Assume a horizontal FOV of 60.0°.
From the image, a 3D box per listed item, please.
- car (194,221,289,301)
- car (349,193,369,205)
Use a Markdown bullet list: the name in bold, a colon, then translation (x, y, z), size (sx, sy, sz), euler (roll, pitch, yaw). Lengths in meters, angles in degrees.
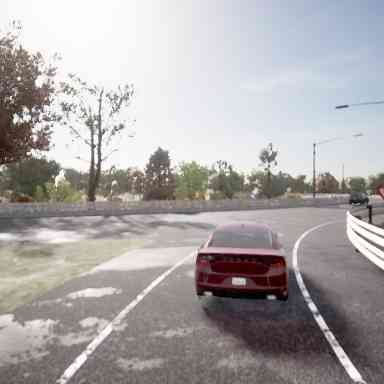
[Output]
- **car**: translation (1.319, 1.469, 8.466), size (1.882, 1.535, 5.008), euler (0, 0, 11)
- **car**: translation (27.615, 1.138, 55.050), size (2.150, 2.045, 5.566), euler (0, 0, 39)
